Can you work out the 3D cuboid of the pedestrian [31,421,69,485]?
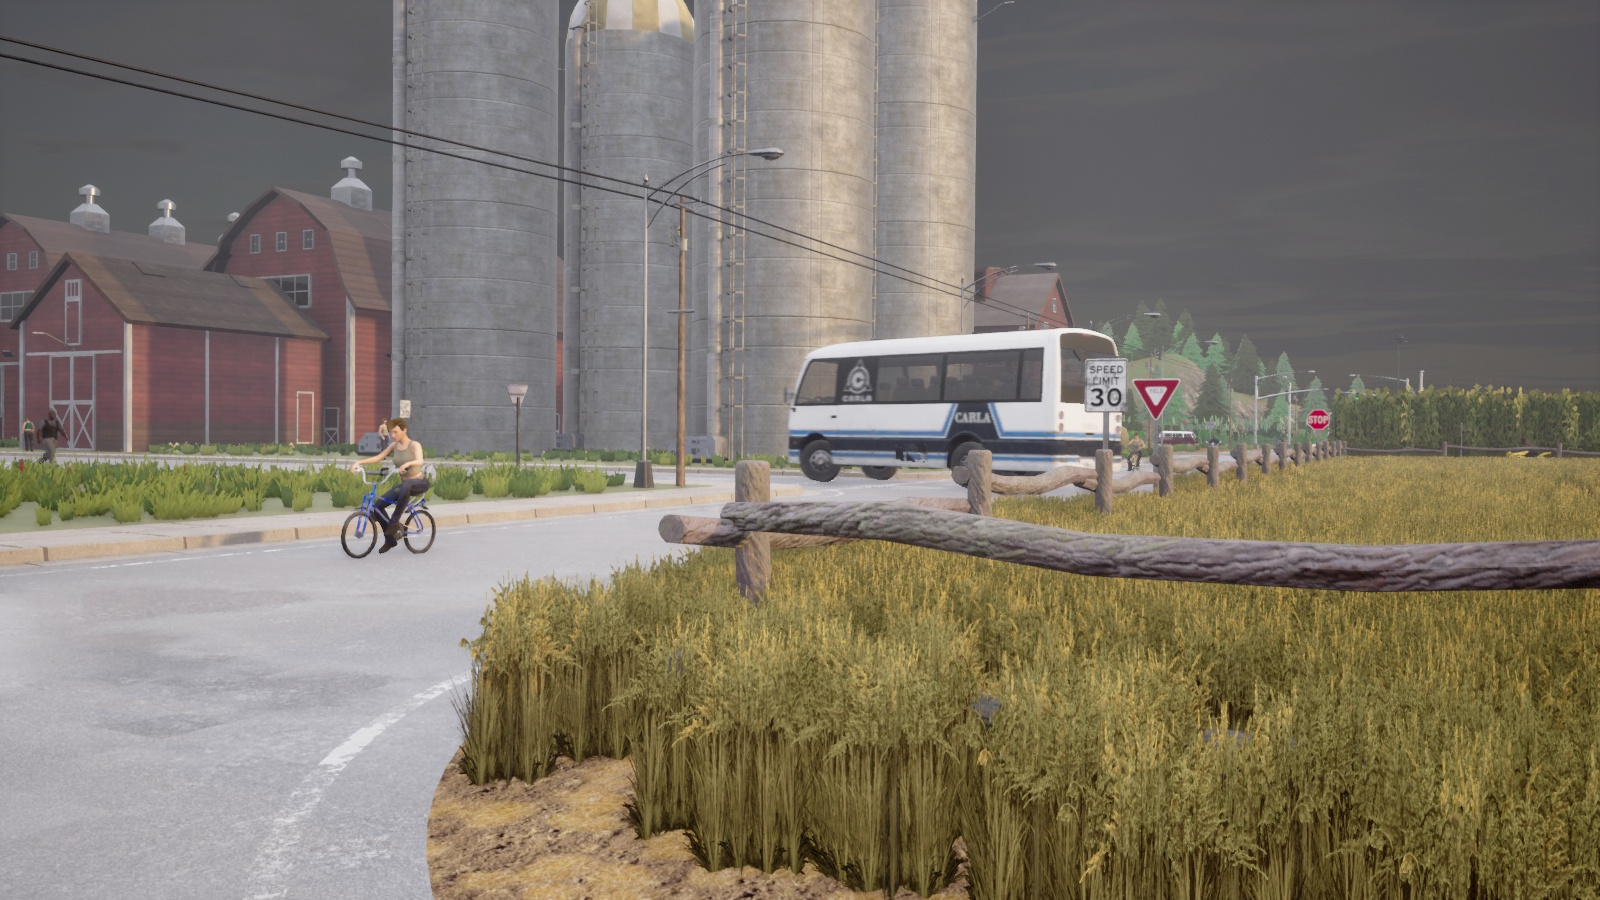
[{"bbox_3d":[-22.183,0.080,37.144,0.849,1.883,0.563,0,1,25],"label":"pedestrian"}]

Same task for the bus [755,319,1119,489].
[{"bbox_3d":[3.646,-1.175,36.405,3.944,4.253,10.273,0,0,-45],"label":"bus"}]

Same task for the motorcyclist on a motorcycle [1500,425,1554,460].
[{"bbox_3d":[32.191,-0.338,55.627,2.044,1.523,0.797,0,1,27],"label":"motorcyclist on a motorcycle"}]

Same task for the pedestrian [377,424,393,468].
[{"bbox_3d":[-17.440,-0.176,52.745,0.594,1.836,0.345,0,1,34],"label":"pedestrian"}]

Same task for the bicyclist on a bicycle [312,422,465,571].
[{"bbox_3d":[-4.723,0.511,14.504,0.866,1.612,1.509,0,0,26],"label":"bicyclist on a bicycle"}]

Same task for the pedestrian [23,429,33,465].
[{"bbox_3d":[-39.538,-0.135,64.325,0.345,1.836,0.594,-1,1,-39],"label":"pedestrian"}]
